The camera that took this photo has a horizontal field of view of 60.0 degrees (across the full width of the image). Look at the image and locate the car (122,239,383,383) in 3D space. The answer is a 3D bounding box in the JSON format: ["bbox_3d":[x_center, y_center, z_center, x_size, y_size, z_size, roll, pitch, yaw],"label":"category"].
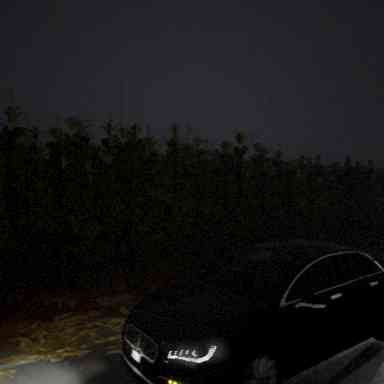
[{"bbox_3d":[1.381,1.538,4.978,4.892,1.490,1.837,1,-1,-36],"label":"car"}]
